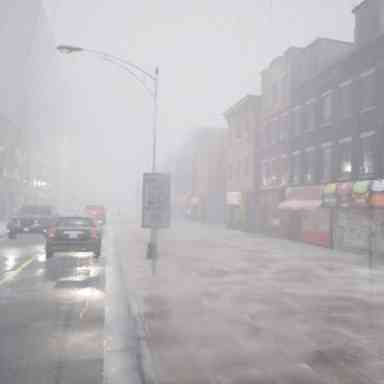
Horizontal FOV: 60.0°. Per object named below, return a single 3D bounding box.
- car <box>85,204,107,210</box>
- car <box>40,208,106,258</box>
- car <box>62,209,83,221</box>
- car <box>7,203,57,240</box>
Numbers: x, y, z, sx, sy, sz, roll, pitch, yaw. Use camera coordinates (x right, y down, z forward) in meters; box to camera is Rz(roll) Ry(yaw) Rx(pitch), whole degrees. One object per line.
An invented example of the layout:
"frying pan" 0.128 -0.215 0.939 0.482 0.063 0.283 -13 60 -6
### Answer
"car" -10.083 2.243 34.618 2.150 2.045 5.566 2 -2 -14
"car" -5.124 1.779 14.957 2.097 1.767 4.553 2 -2 -14
"car" -14.589 2.746 40.767 1.895 1.301 4.718 2 -2 -14
"car" -9.582 1.740 20.592 2.150 2.045 5.566 2 -2 -14
